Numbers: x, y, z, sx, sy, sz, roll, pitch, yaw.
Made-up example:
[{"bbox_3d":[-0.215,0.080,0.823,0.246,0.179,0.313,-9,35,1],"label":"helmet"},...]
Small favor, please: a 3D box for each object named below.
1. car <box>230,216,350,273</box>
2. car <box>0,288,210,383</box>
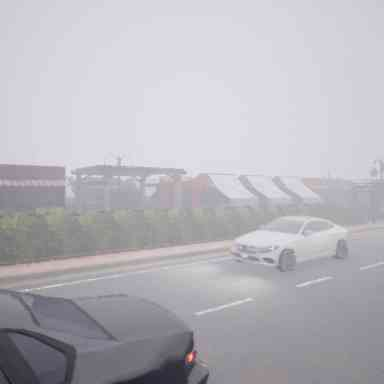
[{"bbox_3d":[3.356,1.526,10.848,4.674,1.442,1.812,0,0,-37],"label":"car"},{"bbox_3d":[-2.388,1.547,2.226,5.357,1.411,2.033,0,0,-37],"label":"car"}]
